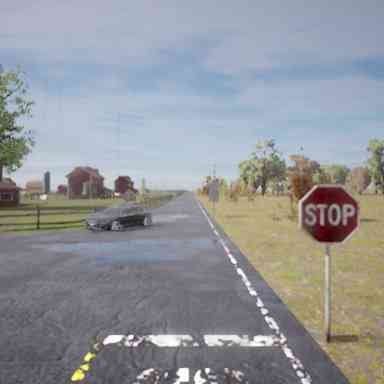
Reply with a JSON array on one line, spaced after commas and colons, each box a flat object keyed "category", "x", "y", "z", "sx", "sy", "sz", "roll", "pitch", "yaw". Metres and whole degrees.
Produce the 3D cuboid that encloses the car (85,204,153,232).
[{"category": "car", "x": -4.341, "y": 1.529, "z": 20.453, "sx": 1.837, "sy": 1.490, "sz": 4.892, "roll": 4, "pitch": 3, "yaw": 28}]
